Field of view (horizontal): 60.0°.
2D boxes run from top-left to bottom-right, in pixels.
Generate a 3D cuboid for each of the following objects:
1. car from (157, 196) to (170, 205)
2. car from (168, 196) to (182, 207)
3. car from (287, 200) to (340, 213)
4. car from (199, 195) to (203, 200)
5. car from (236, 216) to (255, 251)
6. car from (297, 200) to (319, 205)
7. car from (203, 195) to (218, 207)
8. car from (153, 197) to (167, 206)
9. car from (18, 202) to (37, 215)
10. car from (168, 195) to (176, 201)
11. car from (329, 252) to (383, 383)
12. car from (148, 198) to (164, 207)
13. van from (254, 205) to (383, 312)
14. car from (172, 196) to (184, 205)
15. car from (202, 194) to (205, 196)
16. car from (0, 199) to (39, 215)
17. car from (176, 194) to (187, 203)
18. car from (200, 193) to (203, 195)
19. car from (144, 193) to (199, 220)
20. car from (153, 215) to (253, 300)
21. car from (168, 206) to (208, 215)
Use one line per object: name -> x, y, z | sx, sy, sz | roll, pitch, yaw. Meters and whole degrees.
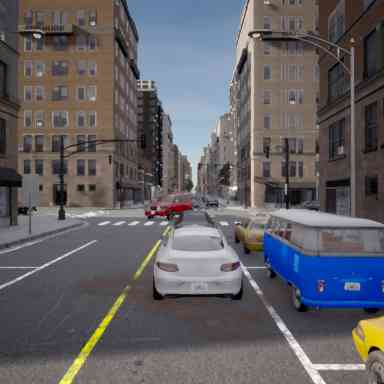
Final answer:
car -> -5.300, 1.556, 61.920 | 2.008, 1.369, 4.403 | 1, 0, 1
car -> -2.679, 1.483, 52.189 | 1.882, 1.535, 5.008 | 0, 0, 1
car -> 14.066, 1.704, 38.770 | 5.357, 1.411, 2.033 | 0, -1, 1
car -> -0.140, 1.553, 45.793 | 2.033, 1.411, 5.357 | 0, 0, -5
car -> 2.696, 1.528, 13.252 | 1.752, 1.417, 4.829 | 1, 0, 0
car -> 13.233, 1.624, 35.483 | 4.892, 1.490, 1.837 | 1, -1, 0
car -> 3.067, 1.571, 50.745 | 1.947, 1.339, 4.313 | 1, 0, 1
car -> -5.379, 1.572, 56.392 | 1.947, 1.339, 4.313 | 1, 0, 1
car -> -16.505, 1.444, 29.056 | 4.718, 1.301, 1.895 | 0, -1, 1
car -> -4.986, 1.527, 83.866 | 1.752, 1.417, 4.829 | 1, 0, 1
car -> 2.679, 1.526, 1.905 | 1.752, 1.417, 4.829 | 1, 0, 0
car -> -5.458, 1.588, 50.863 | 1.802, 1.307, 4.206 | 1, 0, 1
van -> 2.689, 1.342, 7.409 | 1.690, 1.788, 3.998 | 1, 0, 0
car -> -2.515, 1.483, 61.849 | 1.882, 1.535, 5.008 | 0, 0, 1
car -> 3.225, 1.555, 61.806 | 2.008, 1.369, 4.403 | 1, 0, 1
car -> -18.046, 1.411, 32.323 | 5.357, 1.411, 2.033 | 0, -1, 0
car -> -2.306, 1.359, 71.976 | 2.097, 1.767, 4.553 | 0, 0, 1
car -> 3.462, 1.567, 78.396 | 1.947, 1.339, 4.313 | 1, 0, 1
car -> -1.834, 1.227, 28.160 | 2.150, 2.045, 5.566 | -1, 0, 26
car -> 0.088, 1.527, 8.258 | 1.812, 1.442, 4.674 | 0, 0, -1
car -> 0.115, 1.567, 15.594 | 1.994, 1.385, 4.181 | 0, 0, 0
